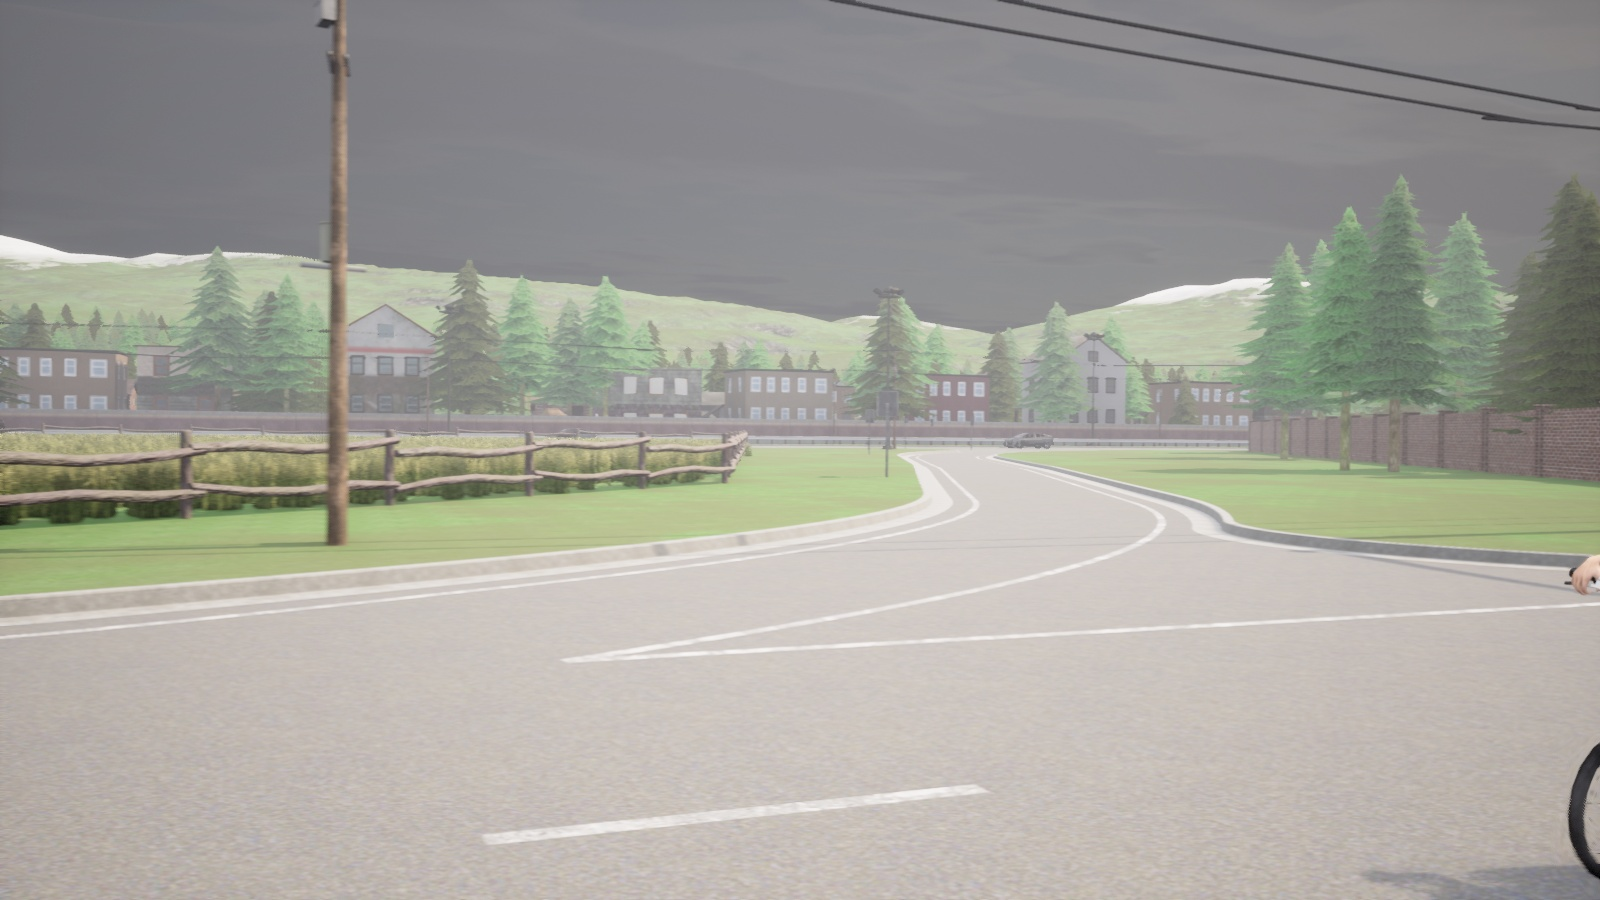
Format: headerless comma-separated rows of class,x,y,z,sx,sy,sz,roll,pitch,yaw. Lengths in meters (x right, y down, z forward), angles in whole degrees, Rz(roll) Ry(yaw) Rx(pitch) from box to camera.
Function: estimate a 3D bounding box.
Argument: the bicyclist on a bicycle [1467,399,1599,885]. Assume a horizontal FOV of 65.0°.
bicyclist on a bicycle,3.322,0.625,4.495,1.509,1.612,0.866,-1,1,-21
